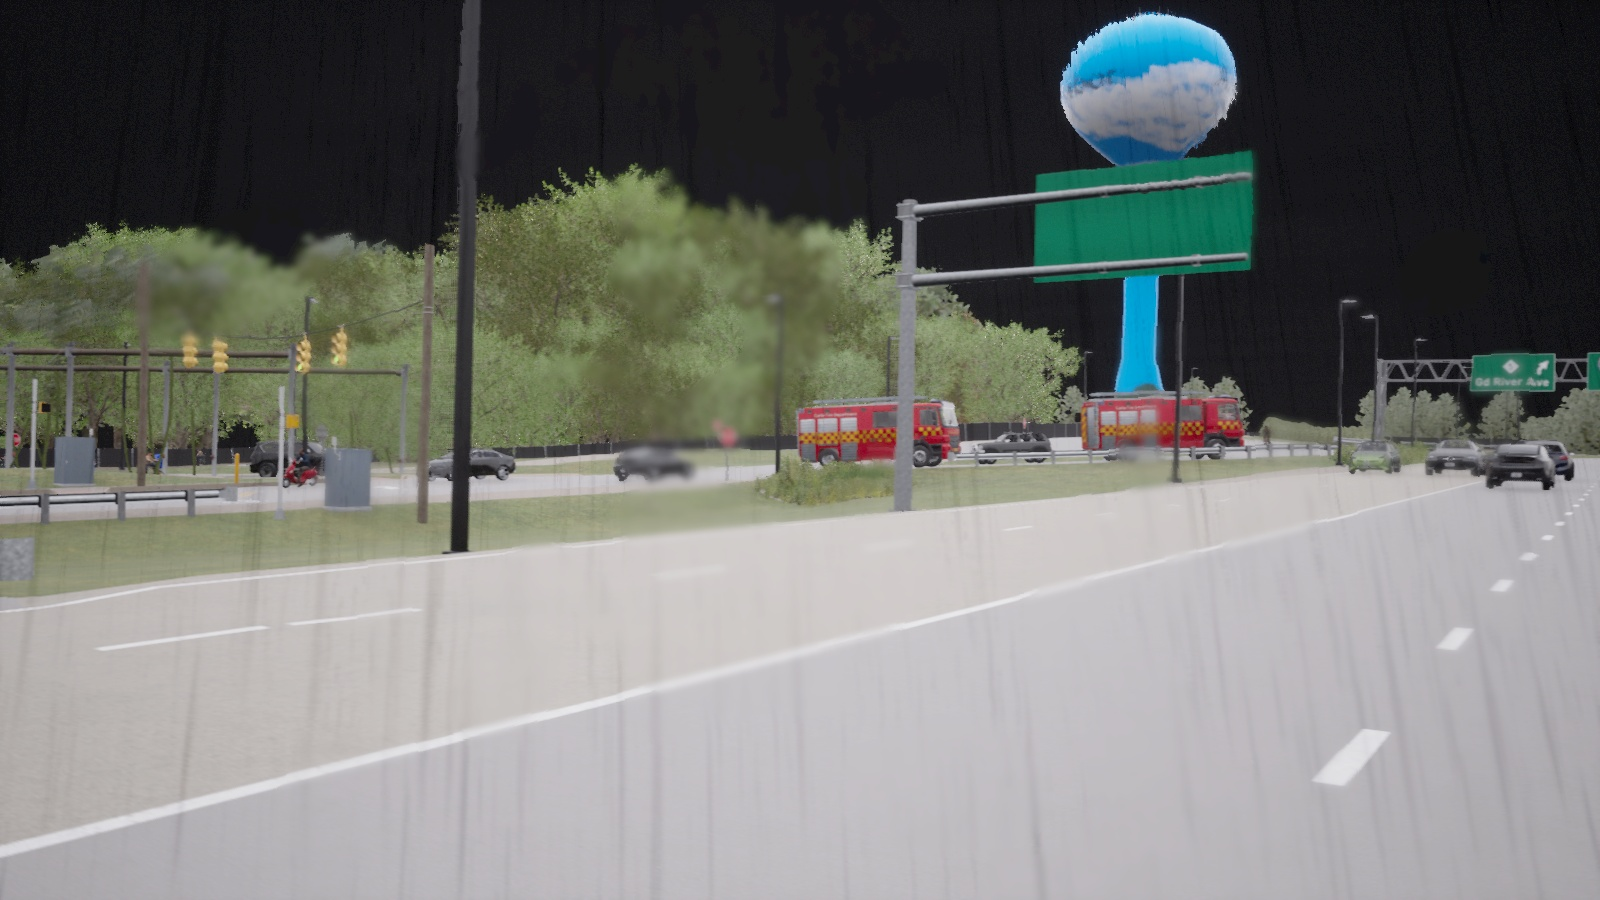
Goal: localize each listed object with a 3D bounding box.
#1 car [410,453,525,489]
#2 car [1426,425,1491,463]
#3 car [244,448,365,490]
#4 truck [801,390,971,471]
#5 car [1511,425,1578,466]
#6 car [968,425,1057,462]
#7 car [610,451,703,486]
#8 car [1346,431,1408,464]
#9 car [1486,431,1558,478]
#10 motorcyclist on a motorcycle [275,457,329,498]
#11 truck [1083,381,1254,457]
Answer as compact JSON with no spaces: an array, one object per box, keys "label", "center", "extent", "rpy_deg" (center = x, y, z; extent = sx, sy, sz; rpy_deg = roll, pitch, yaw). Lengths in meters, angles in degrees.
[{"label":"car","center":[-15.358,0.932,58.202],"extent":[2.128,1.511,4.902],"rpy_deg":[0,1,36]},{"label":"car","center":[30.301,-0.305,57.728],"extent":[2.152,1.651,5.027],"rpy_deg":[0,1,33]},{"label":"car","center":[-26.011,1.007,66.020],"extent":[5.566,2.045,2.150],"rpy_deg":[-2,-1,8]},{"label":"truck","center":[4.594,-1.009,67.493],"extent":[8.468,3.827,2.891],"rpy_deg":[-3,-1,22]},{"label":"car","center":[32.155,-0.214,54.183],"extent":[2.242,1.667,4.611],"rpy_deg":[0,1,33]},{"label":"car","center":[12.107,-0.347,71.660],"extent":[4.605,1.855,1.932],"rpy_deg":[-3,0,-7]},{"label":"car","center":[-6.713,0.848,59.362],"extent":[1.837,1.490,4.892],"rpy_deg":[0,1,29]},{"label":"car","center":[27.568,-0.142,59.941],"extent":[2.007,1.525,4.514],"rpy_deg":[0,1,33]},{"label":"car","center":[24.793,0.116,43.026],"extent":[1.837,1.490,4.892],"rpy_deg":[0,1,33]},{"label":"motorcyclist on a motorcycle","center":[-20.162,1.104,50.874],"extent":[0.866,1.590,1.817],"rpy_deg":[0,1,33]},{"label":"truck","center":[20.344,-1.694,69.519],"extent":[8.468,3.827,2.891],"rpy_deg":[-2,0,-7]}]
